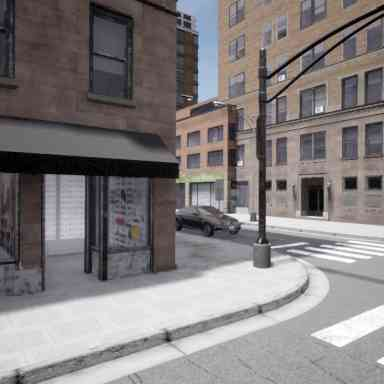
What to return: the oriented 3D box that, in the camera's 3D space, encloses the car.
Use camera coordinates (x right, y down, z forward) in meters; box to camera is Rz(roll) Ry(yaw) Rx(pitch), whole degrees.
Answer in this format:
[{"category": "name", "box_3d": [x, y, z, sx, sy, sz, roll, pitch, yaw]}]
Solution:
[{"category": "car", "box_3d": [0.600, 1.444, 17.920, 1.812, 1.442, 4.674, 0, 0, -34]}]
